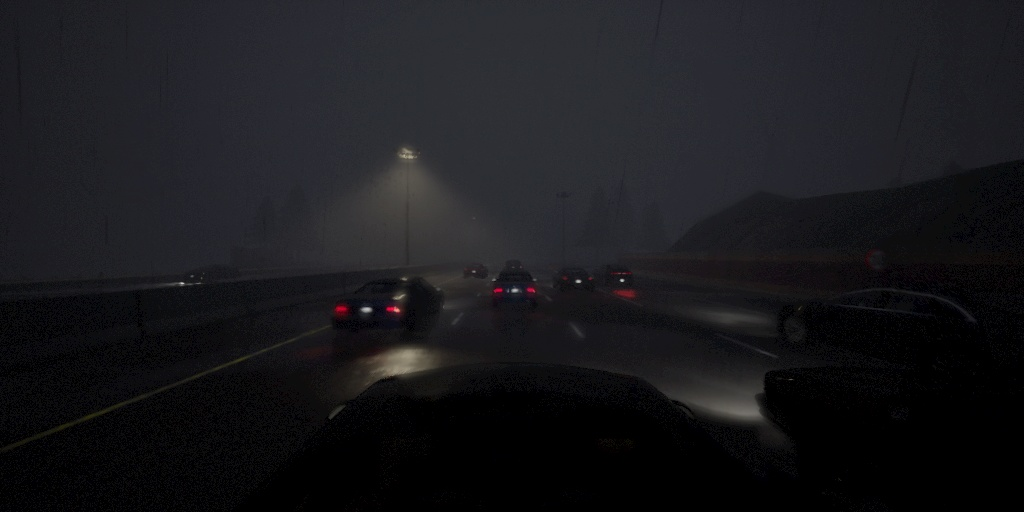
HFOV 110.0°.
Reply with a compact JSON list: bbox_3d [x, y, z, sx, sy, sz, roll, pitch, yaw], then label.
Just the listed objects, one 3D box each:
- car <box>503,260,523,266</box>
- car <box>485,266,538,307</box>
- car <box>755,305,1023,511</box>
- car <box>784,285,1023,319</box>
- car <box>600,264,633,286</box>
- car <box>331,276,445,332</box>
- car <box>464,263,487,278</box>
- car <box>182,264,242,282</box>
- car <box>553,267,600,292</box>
[{"bbox_3d":[0.123,1.163,37.787,2.097,1.767,4.553,0,0,0],"label":"car"},{"bbox_3d":[0.115,1.322,15.659,2.033,1.411,5.357,0,0,0],"label":"car"},{"bbox_3d":[3.600,1.298,1.456,2.033,1.411,5.357,0,0,0],"label":"car"},{"bbox_3d":[7.109,1.253,6.381,2.128,1.511,4.902,0,0,0],"label":"car"},{"bbox_3d":[7.115,1.300,25.582,1.837,1.490,4.892,0,0,0],"label":"car"},{"bbox_3d":[-3.395,1.312,10.882,2.033,1.411,5.357,0,0,0],"label":"car"},{"bbox_3d":[-3.378,1.369,34.146,1.994,1.385,4.181,0,0,0],"label":"car"},{"bbox_3d":[-24.481,1.376,29.423,1.994,1.385,4.181,0,0,0],"label":"car"},{"bbox_3d":[3.612,1.350,21.487,1.994,1.385,4.181,0,0,0],"label":"car"}]
